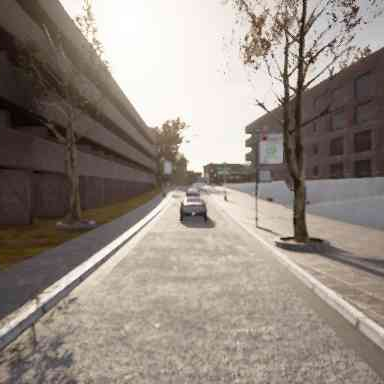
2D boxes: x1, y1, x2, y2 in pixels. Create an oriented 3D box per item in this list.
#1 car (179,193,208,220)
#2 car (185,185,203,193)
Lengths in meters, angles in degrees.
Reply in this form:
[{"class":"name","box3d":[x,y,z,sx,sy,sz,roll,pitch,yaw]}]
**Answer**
[{"class":"car","box3d":[0.102,1.081,23.379,2.128,1.511,4.902,0,2,0]},{"class":"car","box3d":[0.105,0.276,41.858,1.812,1.442,4.674,0,3,0]}]
